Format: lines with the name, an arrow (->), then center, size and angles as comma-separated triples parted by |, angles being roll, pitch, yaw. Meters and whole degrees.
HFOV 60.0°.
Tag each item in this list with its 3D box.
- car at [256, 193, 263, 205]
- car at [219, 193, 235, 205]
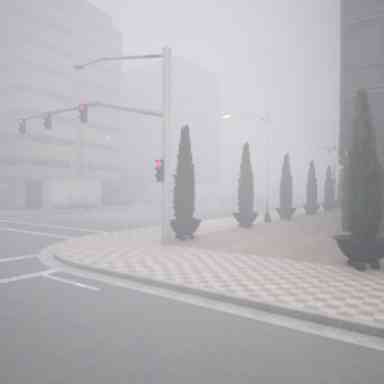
car -> 9.609, 1.153, 53.877 | 2.150, 2.045, 5.566 | 0, 0, 36
car -> 6.763, 1.135, 55.915 | 2.150, 2.045, 5.566 | 0, 0, 36
